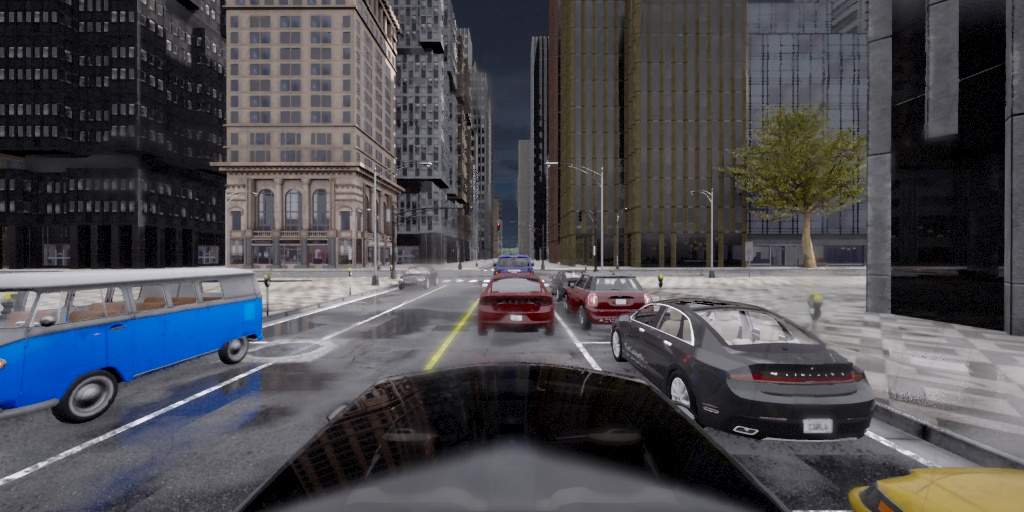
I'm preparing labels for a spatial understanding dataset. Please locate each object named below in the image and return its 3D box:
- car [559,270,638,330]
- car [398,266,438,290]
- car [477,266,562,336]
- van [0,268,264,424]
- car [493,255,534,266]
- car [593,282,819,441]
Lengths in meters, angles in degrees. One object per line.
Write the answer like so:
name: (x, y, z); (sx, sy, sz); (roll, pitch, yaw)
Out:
car: (2.777, 1.188, 11.062); (1.967, 1.591, 4.097); (0, 0, 0)
car: (-5.734, 1.296, 22.354); (2.007, 1.370, 4.403); (0, 0, 0)
car: (0.105, 1.226, 10.447); (1.882, 1.535, 5.008); (0, 0, 0)
van: (-5.756, 1.090, 5.431); (1.690, 1.789, 3.998); (0, 0, 0)
car: (0.102, 0.967, 20.331); (2.150, 2.045, 5.566); (0, 0, 0)
car: (2.769, 1.300, 5.421); (2.007, 1.370, 4.403); (0, 0, 0)
